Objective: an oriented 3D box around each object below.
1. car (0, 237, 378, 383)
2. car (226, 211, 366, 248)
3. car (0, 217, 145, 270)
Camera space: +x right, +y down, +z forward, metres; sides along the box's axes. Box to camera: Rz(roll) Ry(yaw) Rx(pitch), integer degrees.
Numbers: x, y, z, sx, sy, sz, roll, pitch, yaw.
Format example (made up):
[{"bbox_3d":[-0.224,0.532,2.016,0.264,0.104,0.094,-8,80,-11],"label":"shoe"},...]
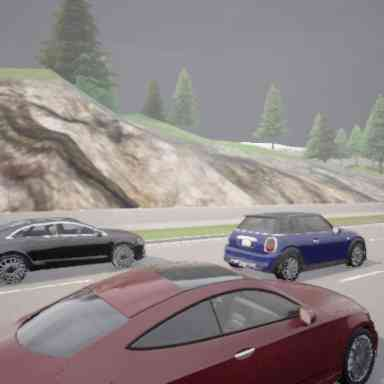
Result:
[{"bbox_3d":[0.157,1.526,3.648,4.674,1.442,1.812,0,0,-36],"label":"car"},{"bbox_3d":[3.184,1.367,9.939,4.553,1.767,2.097,0,0,-34],"label":"car"},{"bbox_3d":[-3.696,1.476,9.472,4.902,1.511,2.128,0,0,-36],"label":"car"}]
